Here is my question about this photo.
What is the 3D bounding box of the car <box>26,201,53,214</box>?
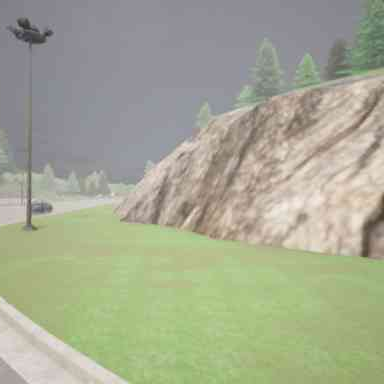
[{"bbox_3d":[-17.923,1.752,39.290,2.128,1.511,4.902,0,-1,-8],"label":"car"}]
